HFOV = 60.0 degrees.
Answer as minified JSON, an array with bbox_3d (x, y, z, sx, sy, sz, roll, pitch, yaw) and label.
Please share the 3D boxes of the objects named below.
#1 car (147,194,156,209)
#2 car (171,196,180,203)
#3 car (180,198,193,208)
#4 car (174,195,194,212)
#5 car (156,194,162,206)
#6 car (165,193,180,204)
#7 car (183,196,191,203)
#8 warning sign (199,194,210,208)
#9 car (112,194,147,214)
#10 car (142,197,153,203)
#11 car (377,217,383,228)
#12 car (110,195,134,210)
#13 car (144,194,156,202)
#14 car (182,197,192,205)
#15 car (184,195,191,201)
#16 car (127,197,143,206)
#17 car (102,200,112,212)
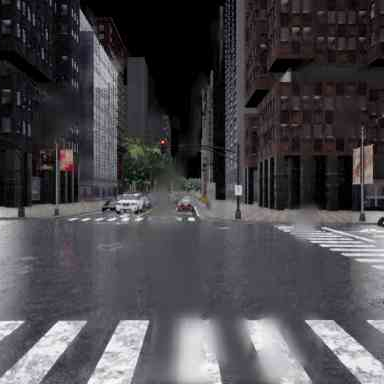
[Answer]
[{"bbox_3d":[-6.627,1.375,45.547,2.097,1.767,4.553,0,0,0],"label":"car"},{"bbox_3d":[-3.803,1.694,75.790,1.895,1.301,4.718,0,0,-1],"label":"car"},{"bbox_3d":[-0.809,1.614,49.808,1.802,1.307,4.206,0,0,-1],"label":"car"},{"bbox_3d":[-0.711,1.448,38.959,1.967,1.590,4.097,0,0,-1],"label":"car"},{"bbox_3d":[-6.709,1.398,55.748,2.097,1.767,4.553,0,0,0],"label":"car"},{"bbox_3d":[-3.614,1.562,65.602,2.128,1.511,4.902,0,0,0],"label":"car"},{"bbox_3d":[-1.009,1.612,71.677,1.752,1.417,4.829,0,0,-1],"label":"car"},{"bbox_3d":[1.567,1.132,42.650,1.300,1.860,1.060,0,0,-1],"label":"warning sign"},{"bbox_3d":[-6.540,1.223,35.522,2.150,2.045,5.566,0,0,-1],"label":"car"},{"bbox_3d":[-9.533,1.669,71.439,1.802,1.307,4.206,0,0,-1],"label":"car"},{"bbox_3d":[14.096,1.787,20.943,4.181,1.385,1.994,1,0,0],"label":"car"},{"bbox_3d":[-9.286,1.335,44.310,2.192,1.841,5.009,0,0,-1],"label":"car"},{"bbox_3d":[-9.583,1.417,76.865,2.192,1.841,5.009,0,0,-1],"label":"car"},{"bbox_3d":[-0.909,1.603,60.658,1.887,1.381,4.507,0,0,-1],"label":"car"},{"bbox_3d":[-1.157,1.574,87.782,1.967,1.590,4.097,0,0,-1],"label":"car"},{"bbox_3d":[-9.382,1.570,54.991,1.752,1.417,4.829,0,0,-1],"label":"car"},{"bbox_3d":[-9.235,1.574,38.884,1.947,1.339,4.313,0,0,-1],"label":"car"}]
